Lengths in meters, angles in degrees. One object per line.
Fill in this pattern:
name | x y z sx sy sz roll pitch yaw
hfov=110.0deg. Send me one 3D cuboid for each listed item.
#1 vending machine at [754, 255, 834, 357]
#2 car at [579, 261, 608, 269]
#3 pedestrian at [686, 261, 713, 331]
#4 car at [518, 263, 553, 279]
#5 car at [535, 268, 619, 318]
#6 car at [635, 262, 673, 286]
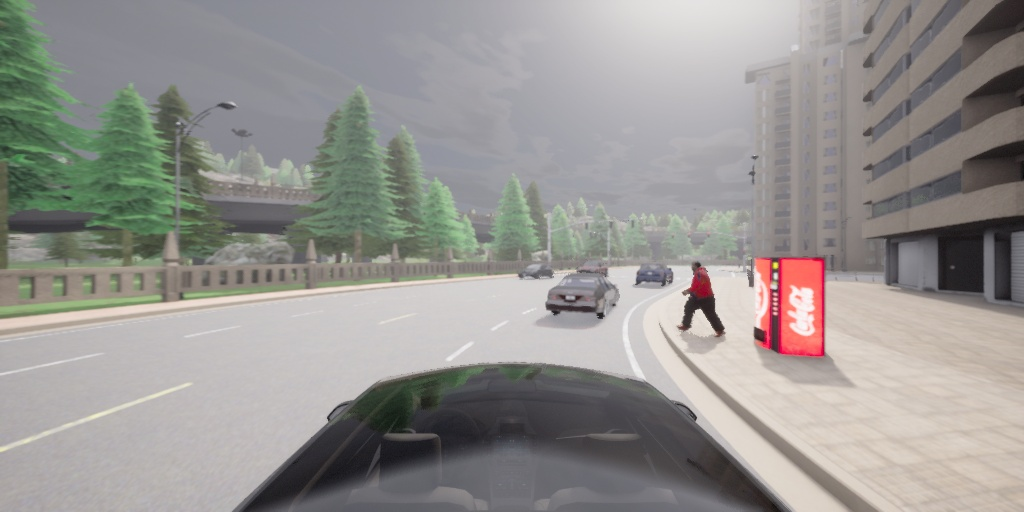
vending machine | 5.648 1.002 7.366 1.100 2.100 0.880 0 0 14
car | 8.190 1.293 36.445 2.097 1.767 4.553 0 0 32
pedestrian | 4.423 0.945 8.479 0.375 1.860 0.375 0 0 15
car | 2.351 1.424 33.806 1.812 1.442 4.674 0 0 33
car | 2.807 1.363 13.498 2.033 1.411 5.357 0 0 23
car | 10.961 1.273 27.420 2.097 1.767 4.553 0 0 32
